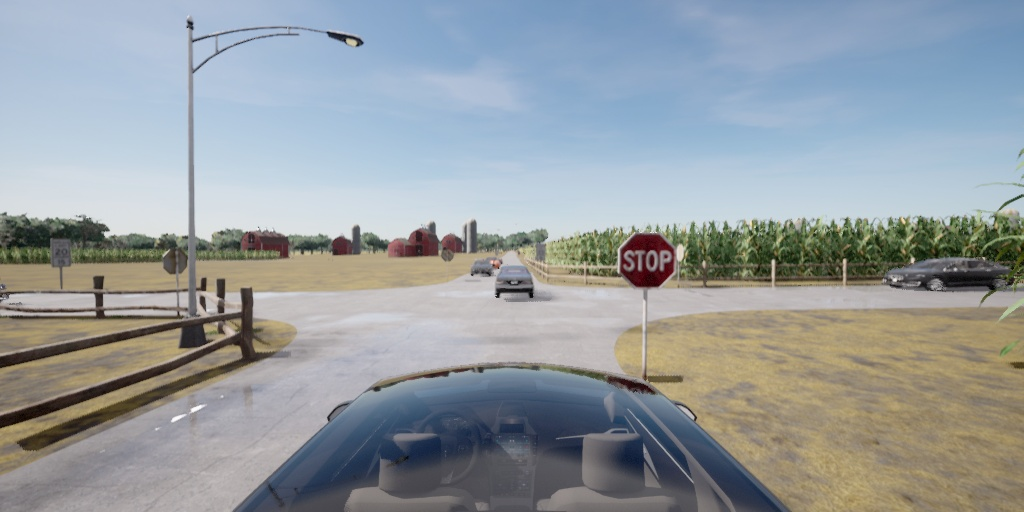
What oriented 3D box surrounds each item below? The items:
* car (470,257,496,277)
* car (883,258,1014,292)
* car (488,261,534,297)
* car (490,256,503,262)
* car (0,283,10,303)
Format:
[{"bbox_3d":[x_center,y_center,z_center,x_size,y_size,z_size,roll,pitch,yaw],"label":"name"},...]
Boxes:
[{"bbox_3d":[-2.771,1.097,33.425,1.837,1.490,4.892,0,0,0],"label":"car"},{"bbox_3d":[20.868,0.875,17.258,4.892,1.490,1.837,-1,1,0],"label":"car"},{"bbox_3d":[0.116,1.189,18.187,2.033,1.411,5.357,0,1,0],"label":"car"},{"bbox_3d":[-2.726,0.855,48.322,2.097,1.767,4.553,0,0,0],"label":"car"},{"bbox_3d":[-23.755,1.356,14.623,4.902,1.511,2.128,0,1,0],"label":"car"}]
